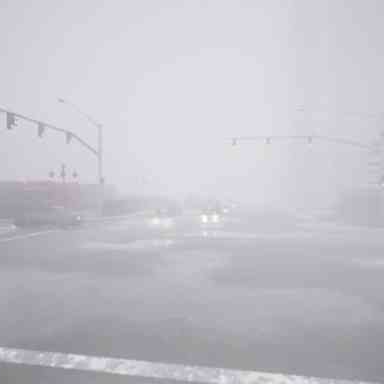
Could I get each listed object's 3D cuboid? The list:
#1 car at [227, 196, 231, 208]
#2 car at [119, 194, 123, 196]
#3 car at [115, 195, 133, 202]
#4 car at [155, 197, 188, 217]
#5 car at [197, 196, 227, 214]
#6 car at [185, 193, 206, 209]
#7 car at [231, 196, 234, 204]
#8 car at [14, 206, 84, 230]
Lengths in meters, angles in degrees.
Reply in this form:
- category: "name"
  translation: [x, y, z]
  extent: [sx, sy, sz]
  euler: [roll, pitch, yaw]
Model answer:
- category: "car"
  translation: [4.006, 1.527, 45.923]
  extent: [1.812, 1.442, 4.674]
  euler: [0, 0, 10]
- category: "car"
  translation: [-16.895, 1.231, 72.514]
  extent: [4.605, 1.855, 1.932]
  euler: [0, 0, 10]
- category: "car"
  translation: [-15.939, 1.473, 78.011]
  extent: [3.806, 1.475, 1.970]
  euler: [0, 0, 10]
- category: "car"
  translation: [-2.090, 1.497, 31.547]
  extent: [2.128, 1.511, 4.902]
  euler: [0, 0, 10]
- category: "car"
  translation: [2.202, 1.493, 35.702]
  extent: [2.128, 1.511, 4.902]
  euler: [0, 0, 10]
- category: "car"
  translation: [0.097, 1.220, 43.983]
  extent: [2.150, 2.045, 5.566]
  euler: [0, 1, 9]
- category: "car"
  translation: [6.807, 1.526, 61.367]
  extent: [1.812, 1.442, 4.674]
  euler: [0, 0, 10]
- category: "car"
  translation: [-9.112, 1.620, 21.349]
  extent: [4.181, 1.385, 1.994]
  euler: [-1, 0, 10]
